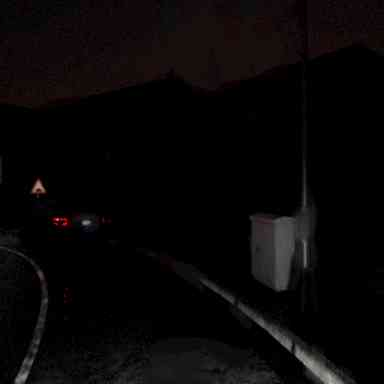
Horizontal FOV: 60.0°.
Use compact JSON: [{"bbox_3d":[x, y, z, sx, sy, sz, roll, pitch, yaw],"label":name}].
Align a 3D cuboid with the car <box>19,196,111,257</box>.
[{"bbox_3d":[-5.231,1.216,13.355,2.150,2.045,5.566,0,-1,-38],"label":"car"}]
